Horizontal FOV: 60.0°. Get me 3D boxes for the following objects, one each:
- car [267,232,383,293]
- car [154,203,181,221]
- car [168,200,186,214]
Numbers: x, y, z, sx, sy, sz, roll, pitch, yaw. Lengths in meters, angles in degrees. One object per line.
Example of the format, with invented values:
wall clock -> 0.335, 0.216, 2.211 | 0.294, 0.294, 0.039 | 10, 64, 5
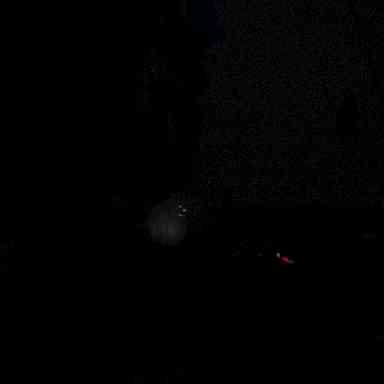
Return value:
car -> 4.848, 1.833, 9.057 | 5.357, 1.411, 2.033 | 1, 0, 0
car -> -2.376, 1.940, 30.802 | 1.895, 1.301, 4.718 | 0, -1, 1
car -> -2.231, 1.810, 42.004 | 2.097, 1.767, 4.553 | 0, -1, 1
